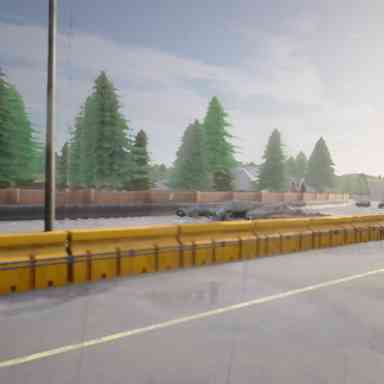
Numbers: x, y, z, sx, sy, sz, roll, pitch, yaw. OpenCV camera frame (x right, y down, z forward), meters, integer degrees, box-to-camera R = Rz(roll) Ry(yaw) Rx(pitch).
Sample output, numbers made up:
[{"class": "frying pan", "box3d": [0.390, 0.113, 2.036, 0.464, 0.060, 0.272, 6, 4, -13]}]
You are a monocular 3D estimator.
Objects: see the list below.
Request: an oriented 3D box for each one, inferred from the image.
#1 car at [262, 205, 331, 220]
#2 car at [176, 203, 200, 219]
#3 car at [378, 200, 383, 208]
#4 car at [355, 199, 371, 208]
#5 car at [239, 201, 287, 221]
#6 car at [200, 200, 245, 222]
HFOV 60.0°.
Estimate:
[{"class": "car", "box3d": [7.061, 1.752, 21.847, 4.718, 1.301, 1.895, 1, 0, -36]}, {"class": "car", "box3d": [0.605, 1.672, 30.183, 4.181, 1.385, 1.994, 1, 0, -36]}, {"class": "car", "box3d": [33.588, 2.102, 57.564, 2.033, 1.411, 5.357, 1, 0, 38]}, {"class": "car", "box3d": [30.616, 2.013, 59.462, 1.882, 1.535, 5.008, 1, 0, 38]}, {"class": "car", "box3d": [6.198, 1.659, 25.589, 4.892, 1.490, 1.837, 1, 0, -37]}, {"class": "car", "box3d": [3.353, 1.483, 27.850, 4.553, 1.767, 2.097, 1, 0, -37]}]
